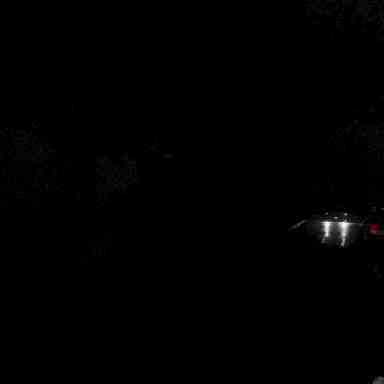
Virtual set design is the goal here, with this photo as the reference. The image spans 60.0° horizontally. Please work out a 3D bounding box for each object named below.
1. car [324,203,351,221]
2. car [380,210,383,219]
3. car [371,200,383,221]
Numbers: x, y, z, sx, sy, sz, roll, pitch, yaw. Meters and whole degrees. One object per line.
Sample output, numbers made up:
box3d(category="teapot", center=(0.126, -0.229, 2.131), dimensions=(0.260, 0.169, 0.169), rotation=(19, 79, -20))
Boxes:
box3d(category="car", center=(12.194, 1.599, 27.833), dimensions=(2.033, 1.411, 5.357), rotation=(0, 0, 26))
box3d(category="car", center=(8.622, 1.596, 12.790), dimensions=(1.895, 1.301, 4.718), rotation=(0, 0, 25))
box3d(category="car", center=(15.388, 1.375, 26.094), dimensions=(2.097, 1.767, 4.553), rotation=(0, 0, 33))
